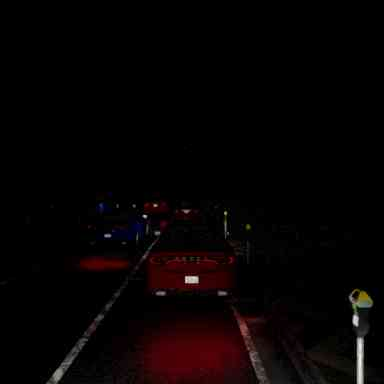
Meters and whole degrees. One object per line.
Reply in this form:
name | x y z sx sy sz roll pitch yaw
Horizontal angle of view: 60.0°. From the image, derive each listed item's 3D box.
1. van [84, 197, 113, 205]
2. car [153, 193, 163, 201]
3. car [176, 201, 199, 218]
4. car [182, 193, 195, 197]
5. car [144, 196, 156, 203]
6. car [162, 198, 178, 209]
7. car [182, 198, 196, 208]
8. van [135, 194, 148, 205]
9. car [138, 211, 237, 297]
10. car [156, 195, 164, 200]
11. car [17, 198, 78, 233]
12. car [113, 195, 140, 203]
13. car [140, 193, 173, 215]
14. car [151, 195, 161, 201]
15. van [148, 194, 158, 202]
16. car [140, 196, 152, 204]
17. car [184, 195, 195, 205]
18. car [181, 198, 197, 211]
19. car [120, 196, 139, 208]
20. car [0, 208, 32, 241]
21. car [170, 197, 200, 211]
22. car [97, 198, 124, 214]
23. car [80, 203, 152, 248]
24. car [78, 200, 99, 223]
van | -8.911 1.340 30.980 1.690 1.788 3.998 0 0 0
car | -8.912 1.324 87.347 2.192 1.841 5.009 0 0 0
car | -0.385 1.565 30.990 1.947 1.339 4.313 0 0 0
car | -0.386 1.314 36.627 2.192 1.841 5.009 0 0 0
car | -8.911 1.552 70.437 2.008 1.369 4.403 0 0 0
car | -3.052 1.562 46.874 1.994 1.385 4.181 0 0 0
car | -0.385 1.564 47.899 1.947 1.339 4.313 0 0 0
van | -8.911 1.340 59.164 1.690 1.788 3.998 0 0 0
car | -0.006 1.477 8.651 1.882 1.535 5.008 0 0 0
car | -8.911 1.577 92.984 1.947 1.339 4.313 0 0 0
car | -8.911 1.314 19.706 2.192 1.841 5.009 0 0 0
car | -6.238 1.351 33.048 2.097 1.767 4.553 0 0 0
car | -3.051 1.220 30.424 2.150 2.045 5.566 0 0 0
car | -8.911 1.446 81.710 1.967 1.590 4.097 0 0 0
van | -8.912 1.345 76.073 1.690 1.788 3.998 0 0 0
car | -8.911 1.525 64.631 1.752 1.417 4.829 0 0 0
car | -0.386 1.439 59.171 1.967 1.590 4.097 0 0 0
car | -0.385 1.543 42.263 1.887 1.381 4.507 0 0 0
car | -8.911 1.439 47.891 1.967 1.590 4.097 0 0 0
car | -8.910 1.565 14.070 1.947 1.339 4.313 0 0 0
car | -0.386 1.439 25.353 1.967 1.590 4.097 0 0 0
car | -8.911 1.439 36.617 1.967 1.590 4.097 0 0 0
car | -3.146 1.477 14.867 1.882 1.535 5.008 0 0 0
car | -8.910 1.544 25.344 1.887 1.381 4.507 0 0 0
